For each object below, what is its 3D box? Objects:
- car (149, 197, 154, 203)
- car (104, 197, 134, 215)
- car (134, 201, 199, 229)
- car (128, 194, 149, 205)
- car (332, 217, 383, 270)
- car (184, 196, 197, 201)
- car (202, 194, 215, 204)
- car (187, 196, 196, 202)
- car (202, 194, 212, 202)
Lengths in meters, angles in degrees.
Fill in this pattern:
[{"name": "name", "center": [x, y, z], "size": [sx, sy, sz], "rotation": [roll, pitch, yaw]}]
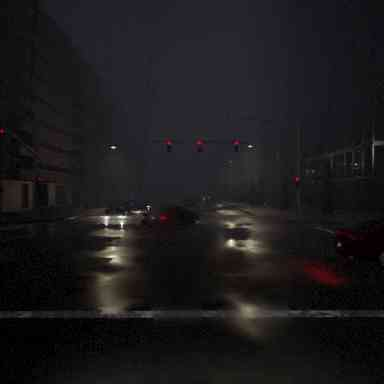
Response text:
[{"name": "car", "center": [-7.375, 1.547, 54.506], "size": [2.033, 1.411, 5.357], "rotation": [0, 0, 1]}, {"name": "car", "center": [-7.488, 1.526, 34.132], "size": [1.812, 1.442, 4.674], "rotation": [0, 0, 0]}, {"name": "car", "center": [-1.327, 1.572, 21.854], "size": [2.033, 1.411, 5.357], "rotation": [0, 0, 23]}, {"name": "car", "center": [-7.480, 1.221, 44.042], "size": [2.150, 2.045, 5.566], "rotation": [0, 0, 1]}, {"name": "car", "center": [7.069, 1.517, 10.403], "size": [5.008, 1.535, 1.882], "rotation": [1, 0, 0]}, {"name": "car", "center": [-0.217, 1.547, 50.038], "size": [2.033, 1.411, 5.357], "rotation": [0, 0, 1]}, {"name": "car", "center": [3.419, 1.491, 64.627], "size": [2.128, 1.511, 4.902], "rotation": [0, 0, 1]}, {"name": "car", "center": [-0.080, 1.553, 74.709], "size": [1.994, 1.385, 4.181], "rotation": [0, 0, 1]}, {"name": "car", "center": [3.418, 1.355, 74.492], "size": [2.097, 1.767, 4.553], "rotation": [0, 0, 1]}]
